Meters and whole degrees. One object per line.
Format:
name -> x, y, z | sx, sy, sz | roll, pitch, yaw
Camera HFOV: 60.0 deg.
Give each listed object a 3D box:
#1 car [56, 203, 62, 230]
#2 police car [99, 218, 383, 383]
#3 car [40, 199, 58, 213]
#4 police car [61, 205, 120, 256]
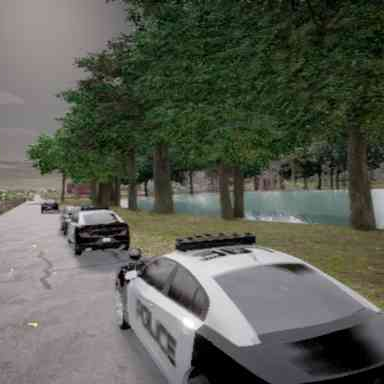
car -> -6.442, 1.503, 18.837 | 1.837, 1.490, 4.892 | -1, 0, -25
police car -> 0.262, 1.376, 4.430 | 1.930, 1.638, 5.238 | -1, 0, -25
car -> -17.038, 1.615, 39.734 | 1.882, 1.535, 5.008 | -1, 0, -24
police car -> -3.959, 1.402, 13.496 | 1.930, 1.638, 5.238 | -1, 0, -25
